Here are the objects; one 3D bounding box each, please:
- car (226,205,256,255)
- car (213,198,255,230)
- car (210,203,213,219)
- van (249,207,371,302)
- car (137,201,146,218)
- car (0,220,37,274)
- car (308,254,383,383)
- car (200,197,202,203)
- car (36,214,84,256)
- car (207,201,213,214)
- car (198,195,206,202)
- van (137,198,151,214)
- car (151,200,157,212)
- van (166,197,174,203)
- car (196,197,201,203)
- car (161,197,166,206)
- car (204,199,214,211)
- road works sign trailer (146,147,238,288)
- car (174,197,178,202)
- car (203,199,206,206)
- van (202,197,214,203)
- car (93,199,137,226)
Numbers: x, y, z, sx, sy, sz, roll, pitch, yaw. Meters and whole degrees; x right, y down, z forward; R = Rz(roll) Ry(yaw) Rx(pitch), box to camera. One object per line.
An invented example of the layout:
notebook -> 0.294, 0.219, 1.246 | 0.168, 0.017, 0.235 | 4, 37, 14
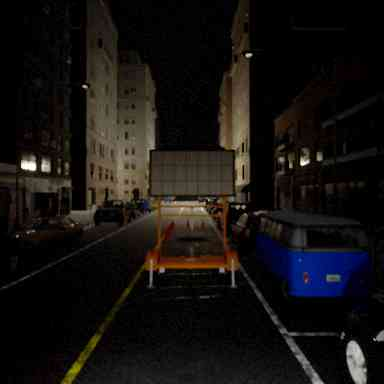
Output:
car -> 2.671, 1.539, 13.789 | 1.967, 1.590, 4.097 | 0, 0, 0
car -> 2.672, 1.453, 19.459 | 2.192, 1.841, 5.009 | 0, 0, 0
car -> 2.674, 1.744, 25.127 | 1.947, 1.339, 4.313 | 0, 0, 0
van -> 2.669, 1.400, 8.121 | 1.690, 1.788, 3.998 | 0, 0, 0
car -> -5.850, 1.768, 30.785 | 2.008, 1.369, 4.403 | 0, 0, 0
car -> -5.857, 1.603, 8.112 | 1.887, 1.381, 4.507 | 0, 0, 0
car -> 2.668, 1.569, 2.450 | 2.008, 1.369, 4.403 | 0, 0, 0
car -> 2.682, 1.889, 53.644 | 1.752, 1.417, 4.829 | 0, 0, 0
car -> -5.855, 1.623, 13.611 | 1.752, 1.417, 4.829 | 0, 0, 0
car -> 2.675, 1.783, 30.796 | 1.947, 1.339, 4.313 | 0, 0, 0
car -> 2.693, 1.900, 91.840 | 2.192, 1.841, 5.009 | 0, 0, 0
van -> -5.849, 1.598, 36.454 | 1.690, 1.788, 3.998 | 0, 0, 0
car -> -5.847, 1.818, 41.952 | 1.752, 1.417, 4.829 | 0, 0, 0
van -> -5.836, 1.864, 80.655 | 1.690, 1.788, 3.998 | 0, 0, 0
car -> 2.690, 1.963, 80.669 | 1.967, 1.590, 4.097 | 0, 0, 0
car -> -5.843, 1.913, 53.458 | 2.008, 1.369, 4.403 | 0, 0, 0
car -> 2.677, 1.808, 36.464 | 2.008, 1.369, 4.403 | 0, 0, 0
road works sign trailer -> 0.002, 0.532, 9.438 | 2.380, 3.560, 2.880 | 0, 0, 0
car -> -5.832, 1.900, 91.827 | 2.192, 1.841, 5.009 | 0, 0, 0
car -> 2.679, 1.876, 42.134 | 1.802, 1.307, 4.206 | 0, 0, 0
van -> 2.681, 1.670, 47.806 | 1.690, 1.788, 3.998 | 0, 0, 0
car -> -5.852, 1.493, 25.119 | 2.192, 1.841, 5.009 | 0, 0, 0
